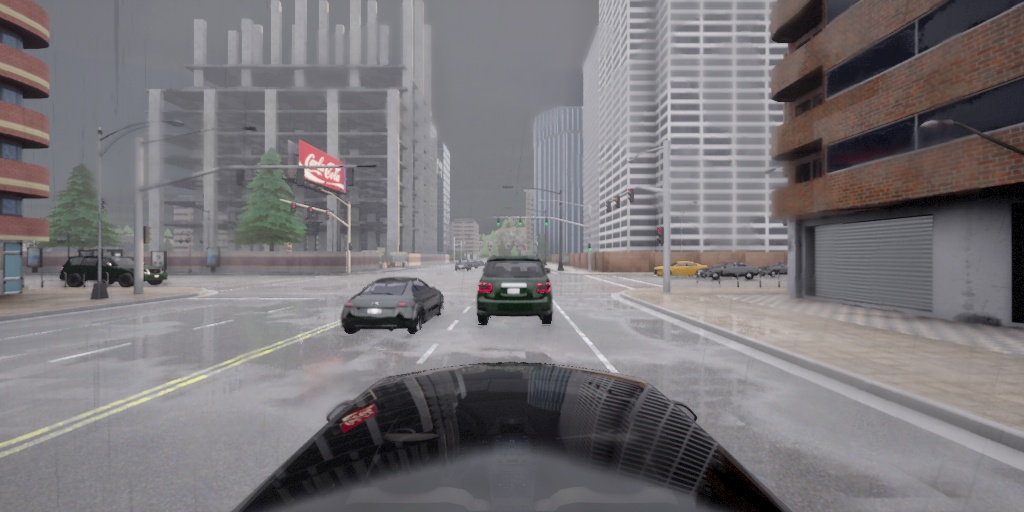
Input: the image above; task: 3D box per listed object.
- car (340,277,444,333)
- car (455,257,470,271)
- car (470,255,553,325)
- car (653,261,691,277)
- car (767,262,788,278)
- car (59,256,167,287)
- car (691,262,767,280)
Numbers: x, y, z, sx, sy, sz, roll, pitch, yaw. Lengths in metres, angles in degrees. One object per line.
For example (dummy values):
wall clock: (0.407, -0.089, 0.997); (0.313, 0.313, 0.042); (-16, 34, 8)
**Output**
car: (-3.364, 1.326, 10.809); (1.994, 1.385, 4.181); (0, 0, 0)
car: (-6.854, 1.304, 50.645); (2.128, 1.511, 4.902); (0, 0, 0)
car: (0.126, 0.988, 11.999); (2.150, 2.045, 5.566); (0, 0, 2)
car: (16.283, 1.270, 34.714); (5.008, 1.535, 1.882); (0, 0, 0)
car: (26.219, 1.284, 34.708); (4.902, 1.511, 2.128); (0, 0, 0)
car: (-26.564, 0.999, 24.001); (5.566, 2.045, 2.150); (0, 0, 0)
car: (18.762, 1.280, 31.214); (4.902, 1.511, 2.128); (0, 0, 0)
